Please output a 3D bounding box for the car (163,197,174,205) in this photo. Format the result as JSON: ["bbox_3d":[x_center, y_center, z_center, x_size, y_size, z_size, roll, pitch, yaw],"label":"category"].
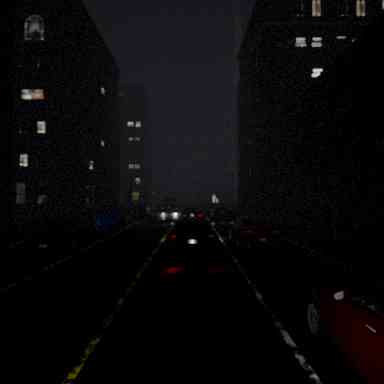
[{"bbox_3d":[-5.667,2.186,80.410,2.192,1.841,5.009,0,-1,0],"label":"car"}]

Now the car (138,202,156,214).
[{"bbox_3d":[-5.675,2.032,42.487,1.802,1.307,4.206,0,-1,0],"label":"car"}]

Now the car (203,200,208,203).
[{"bbox_3d":[2.706,2.016,42.474,1.947,1.339,4.313,0,-1,0],"label":"car"}]

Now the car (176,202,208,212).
[{"bbox_3d":[0.015,1.838,27.508,2.033,1.411,5.357,0,-1,0],"label":"car"}]

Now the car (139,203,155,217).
[{"bbox_3d":[-5.676,1.957,36.964,1.947,1.339,4.313,0,-1,0],"label":"car"}]

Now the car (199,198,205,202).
[{"bbox_3d":[2.711,2.390,74.877,1.802,1.307,4.206,0,-1,0],"label":"car"}]

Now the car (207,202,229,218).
[{"bbox_3d":[2.704,1.897,31.427,1.947,1.339,4.313,0,-1,0],"label":"car"}]

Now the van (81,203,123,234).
[{"bbox_3d":[-5.677,1.556,20.397,1.690,1.788,3.998,0,-1,0],"label":"van"}]

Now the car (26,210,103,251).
[{"bbox_3d":[-5.680,1.723,14.871,1.947,1.339,4.313,0,-1,0],"label":"car"}]

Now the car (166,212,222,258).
[{"bbox_3d":[0.027,1.707,13.501,1.994,1.385,4.181,0,-1,0],"label":"car"}]

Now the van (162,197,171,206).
[{"bbox_3d":[-5.668,2.150,74.882,1.690,1.788,3.998,0,-1,0],"label":"van"}]

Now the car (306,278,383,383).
[{"bbox_3d":[2.699,1.623,3.811,1.802,1.307,4.206,0,-1,0],"label":"car"}]

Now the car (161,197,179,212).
[{"bbox_3d":[-3.000,1.720,46.496,2.150,2.045,5.566,0,-1,0],"label":"car"}]

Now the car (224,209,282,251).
[{"bbox_3d":[2.701,1.701,14.857,1.887,1.381,4.507,0,-1,0],"label":"car"}]

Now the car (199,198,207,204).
[{"bbox_3d":[2.714,2.373,85.933,1.967,1.590,4.097,0,-1,0],"label":"car"}]

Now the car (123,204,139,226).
[{"bbox_3d":[-5.678,1.818,25.918,1.887,1.381,4.507,0,-1,0],"label":"car"}]
